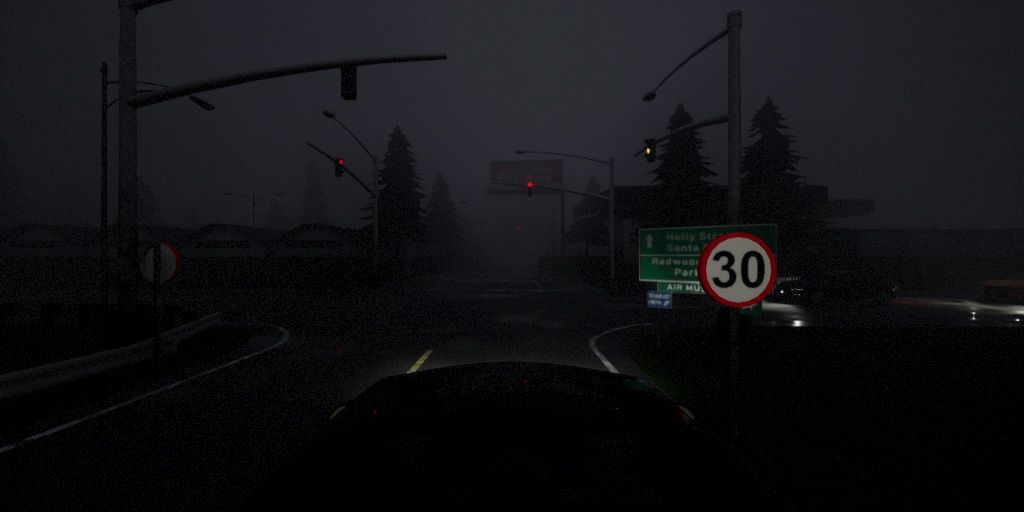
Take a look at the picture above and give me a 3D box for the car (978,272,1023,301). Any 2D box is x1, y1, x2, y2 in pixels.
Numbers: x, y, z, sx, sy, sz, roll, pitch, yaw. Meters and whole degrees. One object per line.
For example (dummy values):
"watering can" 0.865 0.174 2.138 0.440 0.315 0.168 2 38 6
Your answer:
"car" 25.131 1.419 16.803 5.008 1.535 1.882 0 0 1

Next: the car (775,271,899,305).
"car" 15.195 1.446 16.931 4.892 1.490 1.837 0 0 1
